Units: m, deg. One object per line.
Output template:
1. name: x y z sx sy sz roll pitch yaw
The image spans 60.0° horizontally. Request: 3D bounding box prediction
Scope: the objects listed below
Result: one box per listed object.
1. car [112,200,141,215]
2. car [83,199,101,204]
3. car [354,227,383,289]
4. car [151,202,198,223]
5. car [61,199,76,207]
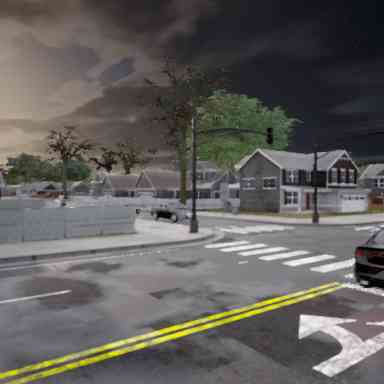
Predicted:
1. car: -7.012 1.573 34.159 1.882 1.535 5.008 0 0 -35
2. car: -12.696 1.639 42.197 1.812 1.442 4.674 0 0 -35
3. car: 5.790 1.510 8.410 5.008 1.535 1.882 0 0 -45
4. car: -1.482 1.571 26.349 2.128 1.511 4.902 0 0 -35
5. car: -18.594 1.732 50.609 1.895 1.301 4.718 0 0 -35
